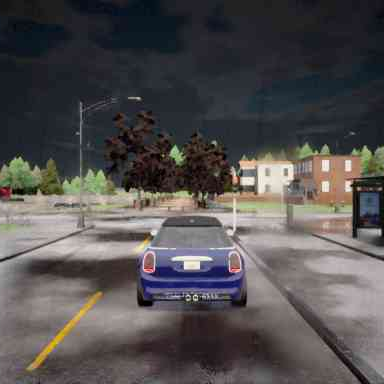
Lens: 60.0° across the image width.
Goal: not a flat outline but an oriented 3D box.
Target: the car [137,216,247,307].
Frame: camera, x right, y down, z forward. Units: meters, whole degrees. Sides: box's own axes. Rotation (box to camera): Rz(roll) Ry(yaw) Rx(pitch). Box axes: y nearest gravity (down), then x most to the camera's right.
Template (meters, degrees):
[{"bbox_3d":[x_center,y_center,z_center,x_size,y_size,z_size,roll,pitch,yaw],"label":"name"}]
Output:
[{"bbox_3d":[0.008,1.352,8.161,2.097,1.767,4.553,0,0,0],"label":"car"}]
